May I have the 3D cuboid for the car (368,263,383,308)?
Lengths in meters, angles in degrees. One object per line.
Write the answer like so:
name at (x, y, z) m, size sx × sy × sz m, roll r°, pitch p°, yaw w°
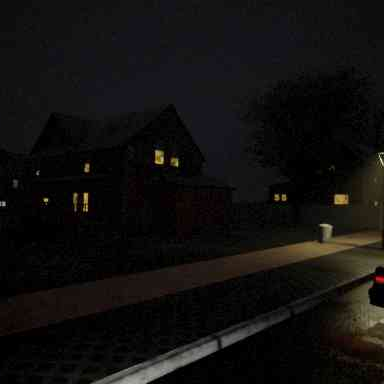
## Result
car at (5.569, 1.628, 7.064) m, size 5.357 × 1.411 × 2.033 m, roll 1°, pitch -1°, yaw -43°
